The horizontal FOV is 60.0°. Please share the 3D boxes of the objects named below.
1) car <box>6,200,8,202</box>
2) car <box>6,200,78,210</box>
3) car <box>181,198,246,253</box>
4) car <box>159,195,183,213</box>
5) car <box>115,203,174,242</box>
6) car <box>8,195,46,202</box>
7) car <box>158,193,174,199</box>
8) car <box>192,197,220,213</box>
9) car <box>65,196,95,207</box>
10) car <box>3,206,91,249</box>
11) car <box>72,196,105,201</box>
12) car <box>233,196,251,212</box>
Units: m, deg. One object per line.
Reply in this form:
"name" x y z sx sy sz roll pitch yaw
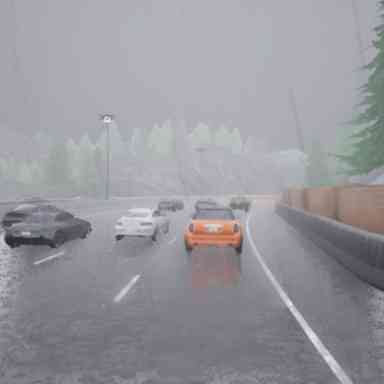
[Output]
"car" -24.469 1.170 47.982 2.097 1.767 4.553 0 0 17
"car" -8.912 1.433 19.648 1.837 1.490 4.892 0 0 8
"car" 0.961 1.318 13.774 2.097 1.767 4.553 0 0 6
"car" -2.201 1.393 35.947 2.128 1.511 4.902 0 0 14
"car" -2.309 1.478 16.159 1.812 1.442 4.674 0 0 6
"car" -21.768 1.336 44.754 1.837 1.490 4.892 0 1 16
"car" -6.406 1.011 82.414 1.994 1.385 4.181 0 0 28
"car" 1.658 1.399 36.884 2.128 1.511 4.902 0 0 15
"car" -16.639 1.357 49.766 1.812 1.442 4.674 0 0 18
"car" -6.008 1.512 14.433 1.994 1.385 4.181 0 0 6
"car" -13.957 1.394 46.687 2.033 1.411 5.357 0 0 17
"car" 5.491 1.267 37.613 2.097 1.767 4.553 0 0 15
